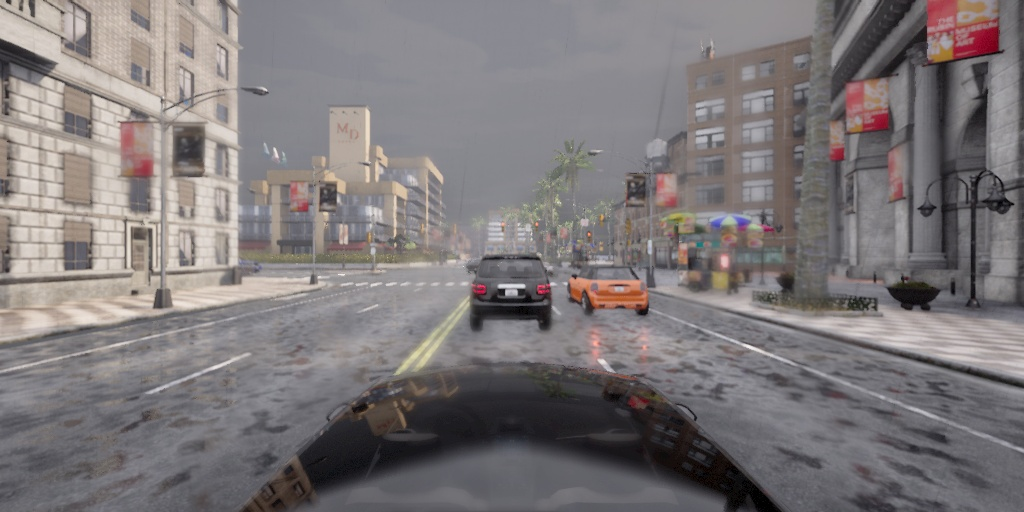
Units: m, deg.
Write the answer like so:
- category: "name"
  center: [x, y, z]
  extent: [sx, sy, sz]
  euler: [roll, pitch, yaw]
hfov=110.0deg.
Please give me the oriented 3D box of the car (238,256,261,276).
- category: "car"
  center: [-26.974, 1.061, 33.881]
  extent: [4.553, 1.767, 2.097]
  euler: [0, 0, -1]

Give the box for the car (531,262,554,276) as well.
- category: "car"
  center: [3.129, 1.306, 37.763]
  extent: [1.895, 1.301, 4.718]
  euler: [0, 0, -1]

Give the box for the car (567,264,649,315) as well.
- category: "car"
  center: [3.432, 1.087, 13.651]
  extent: [2.097, 1.767, 4.553]
  euler: [0, 0, -1]

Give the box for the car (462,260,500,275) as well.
- category: "car"
  center: [-3.459, 1.195, 38.674]
  extent: [2.128, 1.511, 4.902]
  euler: [0, 0, -32]

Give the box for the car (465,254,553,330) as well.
- category: "car"
  center: [-0.043, 0.960, 11.167]
  extent: [2.150, 2.045, 5.566]
  euler: [0, 0, -1]
